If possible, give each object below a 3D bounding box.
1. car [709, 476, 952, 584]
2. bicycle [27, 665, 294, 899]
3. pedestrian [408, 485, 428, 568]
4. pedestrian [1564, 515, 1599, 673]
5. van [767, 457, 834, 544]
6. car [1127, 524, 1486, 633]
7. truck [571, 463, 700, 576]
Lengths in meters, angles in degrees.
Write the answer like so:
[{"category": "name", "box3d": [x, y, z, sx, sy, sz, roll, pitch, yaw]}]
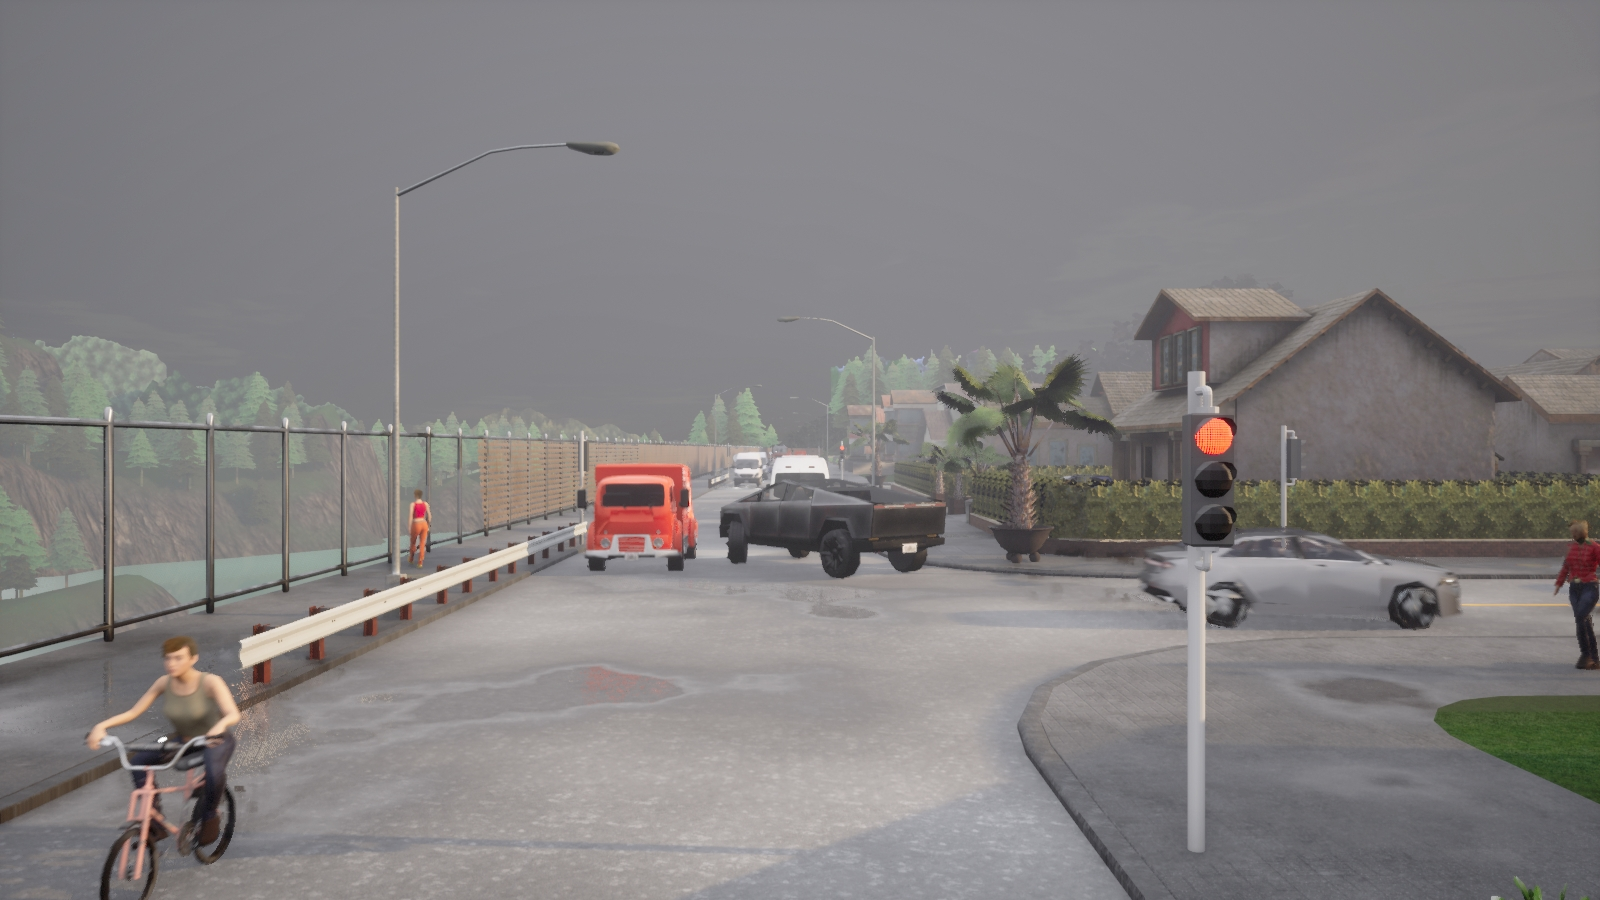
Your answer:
[{"category": "car", "box3d": [0.520, 1.736, 26.916, 2.390, 2.098, 6.274, 0, 0, -36]}, {"category": "bicycle", "box3d": [-3.987, 2.152, 7.281, 0.859, 1.276, 1.487, 0, 0, 0]}, {"category": "pedestrian", "box3d": [-8.656, 1.728, 25.883, 0.375, 1.860, 0.375, 0, 0, -29]}, {"category": "pedestrian", "box3d": [9.594, 1.736, 13.867, 0.375, 1.860, 0.375, 0, 0, -14]}, {"category": "van", "box3d": [0.006, 1.511, 36.872, 1.988, 2.561, 5.915, 0, 0, 0]}, {"category": "car", "box3d": [8.054, 2.035, 18.591, 4.902, 1.511, 2.128, 0, 0, 3]}, {"category": "truck", "box3d": [-3.834, 1.566, 27.695, 2.627, 2.467, 5.204, 0, -1, -3]}]
